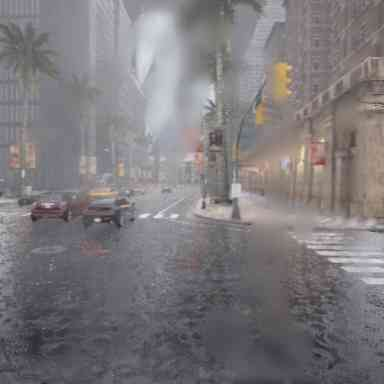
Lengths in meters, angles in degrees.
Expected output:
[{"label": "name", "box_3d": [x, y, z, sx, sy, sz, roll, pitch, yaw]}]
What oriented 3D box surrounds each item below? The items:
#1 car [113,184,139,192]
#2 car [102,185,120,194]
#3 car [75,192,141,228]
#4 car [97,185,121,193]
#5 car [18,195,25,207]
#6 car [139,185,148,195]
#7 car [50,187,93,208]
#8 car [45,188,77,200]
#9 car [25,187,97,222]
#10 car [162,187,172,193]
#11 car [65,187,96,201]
[{"label": "car", "box_3d": [-9.873, -0.070, 49.672, 2.097, 1.767, 4.553, 1, 2, 3]}, {"label": "car", "box_3d": [-15.773, -0.531, 65.130, 2.185, 1.767, 4.553, 1, 2, 2]}, {"label": "car", "box_3d": [-4.267, 0.982, 17.849, 1.837, 1.490, 4.892, 1, 2, 3]}, {"label": "car", "box_3d": [-10.384, 0.322, 39.575, 1.882, 1.535, 5.008, 1, 2, 3]}, {"label": "car", "box_3d": [-14.325, 0.511, 31.256, 1.882, 1.535, 5.008, 1, 2, 3]}, {"label": "car", "box_3d": [-9.375, -0.336, 59.792, 2.097, 1.767, 4.553, 1, 2, 3]}, {"label": "car", "box_3d": [-10.863, 0.436, 30.459, 2.097, 1.767, 4.553, 1, 2, 3]}, {"label": "car", "box_3d": [-16.877, 0.204, 43.238, 2.161, 1.482, 4.786, 1, 2, 2]}, {"label": "car", "box_3d": [-7.665, 0.742, 20.030, 2.097, 1.767, 4.553, 1, 2, 3]}, {"label": "car", "box_3d": [-5.419, -0.458, 72.057, 1.812, 1.442, 4.674, 1, 2, 2]}, {"label": "car", "box_3d": [-13.778, 0.243, 41.444, 1.882, 1.535, 5.008, 1, 2, 3]}]
